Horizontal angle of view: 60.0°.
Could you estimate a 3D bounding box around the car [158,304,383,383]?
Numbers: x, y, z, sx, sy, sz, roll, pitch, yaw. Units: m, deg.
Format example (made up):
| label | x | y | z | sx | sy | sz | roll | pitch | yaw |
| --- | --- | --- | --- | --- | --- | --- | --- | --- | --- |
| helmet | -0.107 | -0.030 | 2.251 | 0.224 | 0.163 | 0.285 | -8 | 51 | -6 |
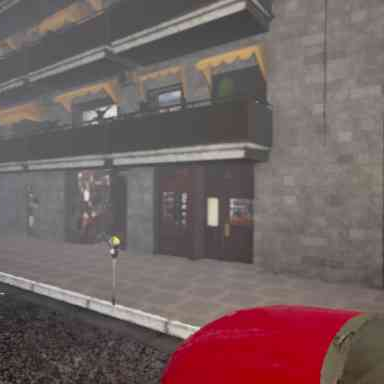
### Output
| label | x | y | z | sx | sy | sz | roll | pitch | yaw |
| --- | --- | --- | --- | --- | --- | --- | --- | --- | --- |
| car | 2.007 | 1.311 | 1.425 | 5.009 | 1.841 | 2.192 | 0 | 1 | 36 |
